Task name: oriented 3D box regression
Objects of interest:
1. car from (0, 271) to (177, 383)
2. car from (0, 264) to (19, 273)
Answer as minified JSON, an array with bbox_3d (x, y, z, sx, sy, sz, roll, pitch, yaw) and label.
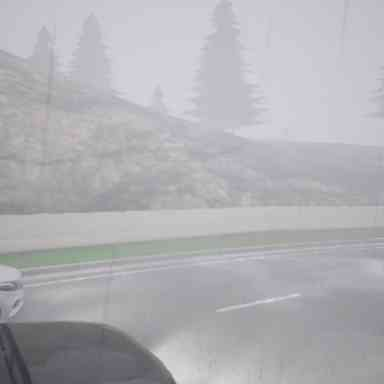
[{"bbox_3d":[-2.027,1.533,1.982,4.181,1.385,1.994,0,1,-36],"label":"car"},{"bbox_3d":[-4.905,1.457,4.545,4.674,1.442,1.812,0,1,-37],"label":"car"}]
